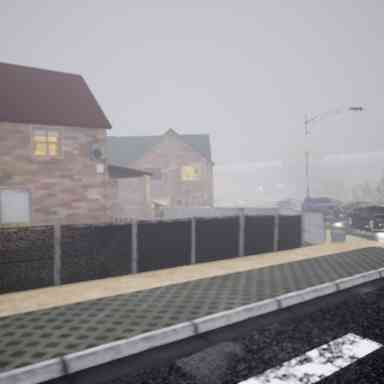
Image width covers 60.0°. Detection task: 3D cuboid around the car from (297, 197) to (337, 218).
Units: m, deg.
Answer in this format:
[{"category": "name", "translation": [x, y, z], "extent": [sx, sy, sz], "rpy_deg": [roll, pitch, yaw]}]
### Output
[{"category": "car", "translation": [12.757, 1.513, 33.227], "extent": [2.150, 2.045, 5.566], "rpy_deg": [-2, 0, 1]}]

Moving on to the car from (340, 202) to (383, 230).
[{"category": "car", "translation": [12.679, 1.729, 23.365], "extent": [1.837, 1.490, 4.892], "rpy_deg": [-2, 0, -1]}]

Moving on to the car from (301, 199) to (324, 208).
[{"category": "car", "translation": [19.540, 1.821, 54.122], "extent": [1.895, 1.301, 4.718], "rpy_deg": [-2, 0, 0]}]

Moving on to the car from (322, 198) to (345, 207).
[{"category": "car", "translation": [22.784, 1.671, 53.745], "extent": [1.994, 1.385, 4.181], "rpy_deg": [-2, 0, 0]}]

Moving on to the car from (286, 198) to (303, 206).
[{"category": "car", "translation": [19.623, 1.862, 64.047], "extent": [1.994, 1.385, 4.181], "rpy_deg": [-2, 0, 0]}]

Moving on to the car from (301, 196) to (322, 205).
[{"category": "car", "translation": [22.866, 1.666, 63.758], "extent": [2.128, 1.511, 4.902], "rpy_deg": [-2, 0, 0]}]

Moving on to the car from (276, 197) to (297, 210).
[{"category": "car", "translation": [12.917, 1.886, 45.966], "extent": [1.837, 1.490, 4.892], "rpy_deg": [-2, 0, 1]}]

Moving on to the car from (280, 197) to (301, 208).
[{"category": "car", "translation": [16.261, 1.691, 55.181], "extent": [2.097, 1.767, 4.553], "rpy_deg": [-2, 0, 1]}]

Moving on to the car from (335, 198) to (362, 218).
[{"category": "car", "translation": [16.003, 1.662, 31.665], "extent": [2.128, 1.511, 4.902], "rpy_deg": [-2, 0, 0]}]

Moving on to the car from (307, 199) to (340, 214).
[{"category": "car", "translation": [16.099, 1.727, 40.936], "extent": [2.128, 1.511, 4.902], "rpy_deg": [-2, 0, 1]}]
